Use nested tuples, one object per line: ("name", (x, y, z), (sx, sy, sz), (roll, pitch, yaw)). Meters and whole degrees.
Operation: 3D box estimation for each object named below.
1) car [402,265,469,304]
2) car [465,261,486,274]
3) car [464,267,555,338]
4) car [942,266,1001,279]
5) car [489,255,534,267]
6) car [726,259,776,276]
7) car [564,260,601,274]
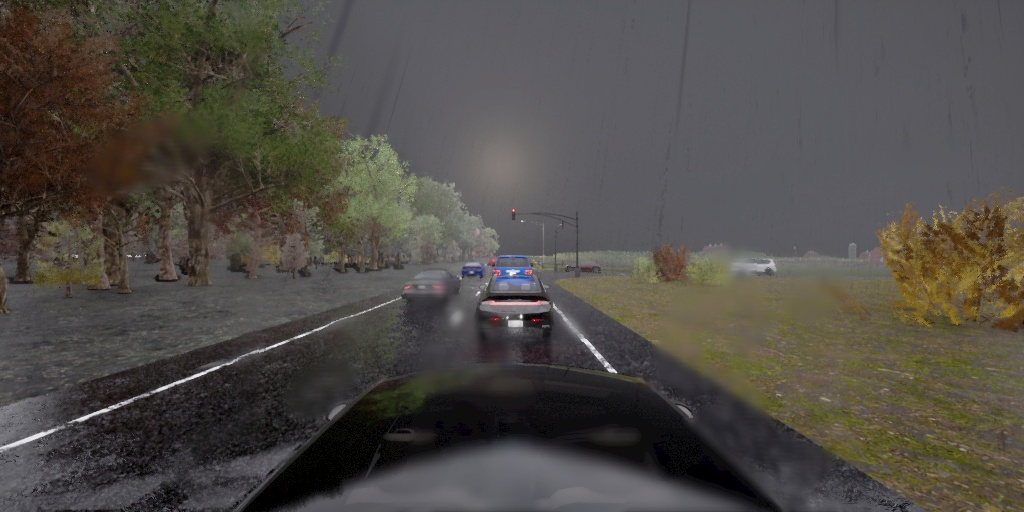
("car", (-3.450, 1.300, 16.430), (2.033, 1.411, 5.357), (0, 0, 0))
("car", (-3.511, 1.234, 33.483), (1.882, 1.535, 5.008), (0, 0, 0))
("car", (0.074, 1.244, 10.142), (2.128, 1.511, 4.902), (0, 0, 0))
("car", (51.214, 1.833, 39.671), (4.674, 1.442, 1.812), (1, -1, 1))
("car", (0.038, 0.976, 20.059), (2.150, 2.045, 5.566), (0, 0, 0))
("car", (28.747, 1.344, 43.332), (5.566, 2.045, 2.150), (1, -1, 0))
("car", (8.733, 1.272, 44.392), (4.553, 1.767, 2.097), (0, -1, 14))
